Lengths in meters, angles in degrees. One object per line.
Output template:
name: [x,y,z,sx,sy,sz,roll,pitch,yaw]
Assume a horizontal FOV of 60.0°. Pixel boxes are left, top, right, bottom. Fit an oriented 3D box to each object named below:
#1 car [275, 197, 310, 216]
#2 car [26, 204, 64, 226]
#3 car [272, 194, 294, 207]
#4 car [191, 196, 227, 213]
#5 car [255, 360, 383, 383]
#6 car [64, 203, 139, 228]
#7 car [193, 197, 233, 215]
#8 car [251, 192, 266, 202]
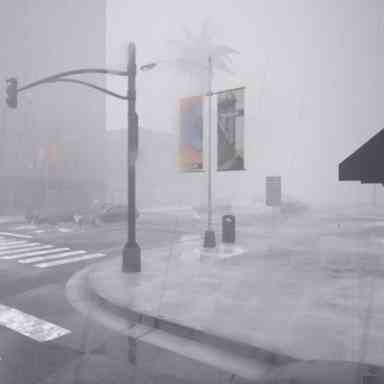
car: [10.633,1.550,34.106,2.128,1.511,4.902,0,0,35]
car: [-8.825,1.549,23.795,2.033,1.411,5.357,0,0,35]
car: [13.938,1.327,50.236,2.150,2.045,5.566,0,0,35]
car: [2.051,1.391,39.189,2.097,1.767,4.553,0,0,35]
car: [2.147,1.551,1.315,4.403,1.369,2.008,0,0,36]
car: [-5.708,1.502,22.566,2.128,1.511,4.902,0,0,35]
car: [2.353,1.387,33.986,2.097,1.767,4.553,0,0,35]
car: [11.288,0.956,52.116,2.150,2.045,5.566,0,0,35]
